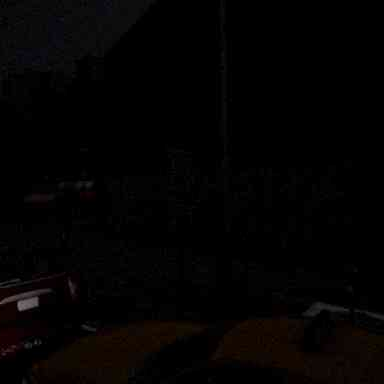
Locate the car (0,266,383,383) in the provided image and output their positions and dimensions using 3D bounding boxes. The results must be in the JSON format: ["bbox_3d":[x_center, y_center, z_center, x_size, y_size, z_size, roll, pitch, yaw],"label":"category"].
[{"bbox_3d":[0.632,1.533,2.370,4.829,1.417,1.752,-1,-1,35],"label":"car"}]

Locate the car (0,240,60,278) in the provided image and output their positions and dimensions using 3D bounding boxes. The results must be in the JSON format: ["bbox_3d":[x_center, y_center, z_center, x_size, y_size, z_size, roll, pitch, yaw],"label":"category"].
[{"bbox_3d":[-3.711,1.502,5.466,4.097,1.590,1.967,-1,-1,35],"label":"car"}]
